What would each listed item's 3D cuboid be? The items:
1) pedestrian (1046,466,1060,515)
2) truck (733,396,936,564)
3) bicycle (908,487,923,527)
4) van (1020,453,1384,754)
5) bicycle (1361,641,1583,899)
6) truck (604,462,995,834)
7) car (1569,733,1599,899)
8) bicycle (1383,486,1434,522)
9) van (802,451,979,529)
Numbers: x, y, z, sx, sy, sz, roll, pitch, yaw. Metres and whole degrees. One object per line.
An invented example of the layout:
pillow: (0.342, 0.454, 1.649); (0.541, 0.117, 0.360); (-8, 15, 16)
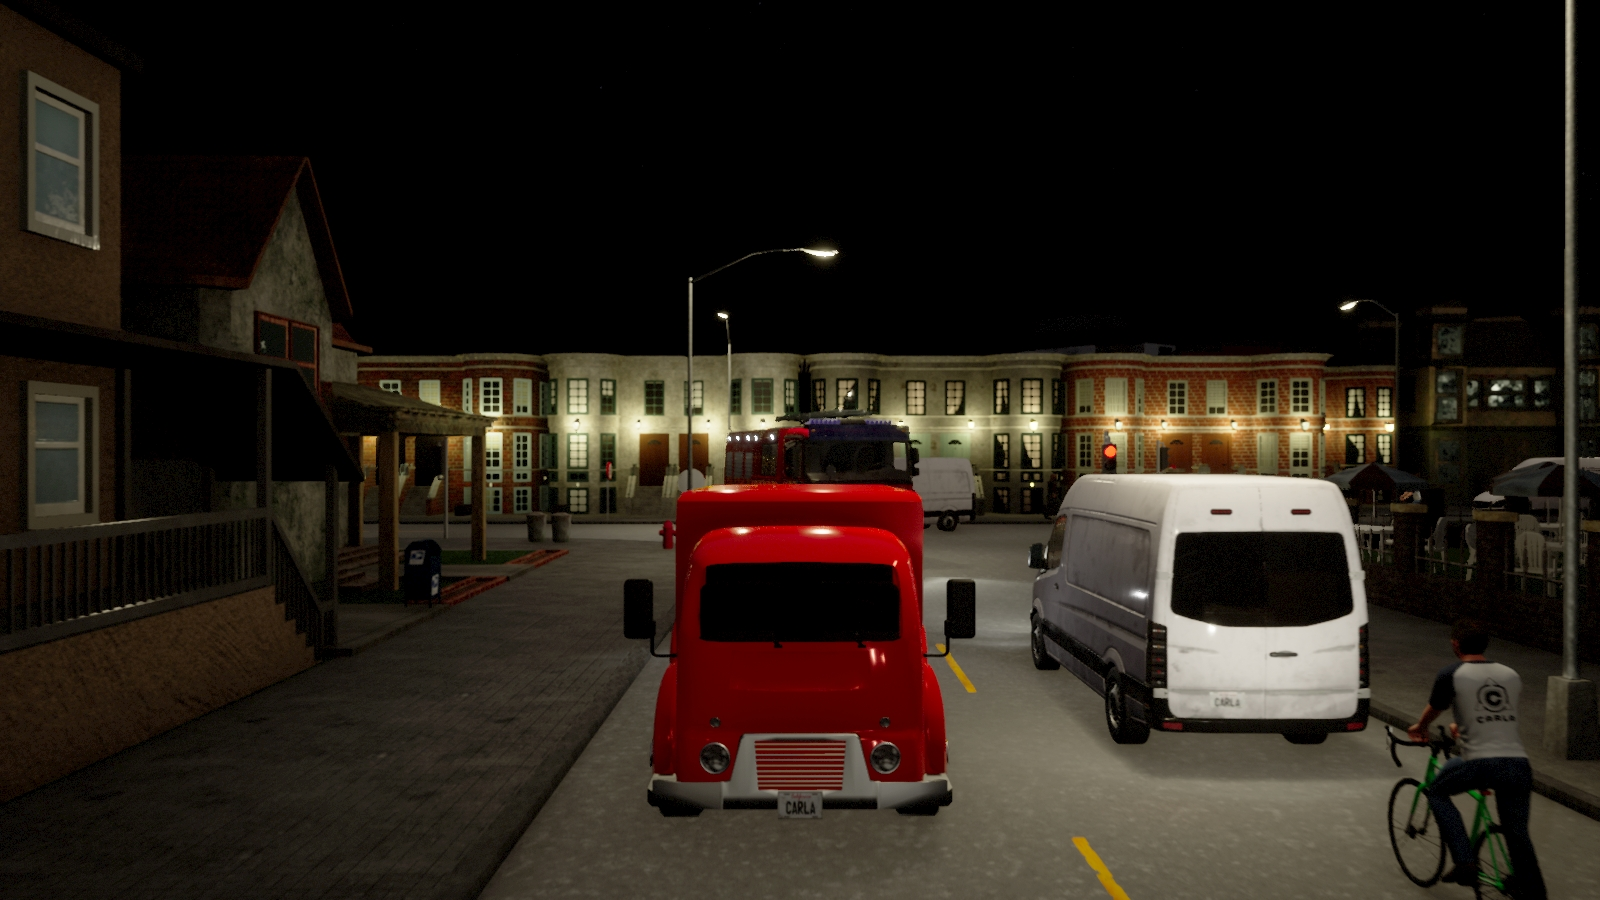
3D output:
pedestrian: (9.725, 1.545, 43.841); (0.375, 1.860, 0.375); (0, 0, -40)
truck: (0.600, 0.685, 30.401); (2.891, 3.827, 8.468); (0, 0, -17)
bicycle: (3.987, 1.959, 39.560); (0.329, 1.271, 1.835); (0, 0, 0)
van: (4.011, 1.321, 12.737); (1.988, 2.561, 5.915); (0, 0, 0)
bicycle: (3.992, 1.940, 6.922); (0.373, 1.296, 1.643); (0, 0, 0)
truck: (-0.012, 1.357, 10.282); (2.627, 2.467, 5.204); (0, 0, 0)
car: (3.998, 1.847, 2.573); (1.970, 1.475, 3.806); (0, 0, 0)
bicycle: (22.016, 1.955, 41.340); (1.643, 1.296, 0.373); (0, 0, 0)
van: (3.171, 1.334, 39.604); (5.915, 2.561, 1.988); (0, 0, -25)
